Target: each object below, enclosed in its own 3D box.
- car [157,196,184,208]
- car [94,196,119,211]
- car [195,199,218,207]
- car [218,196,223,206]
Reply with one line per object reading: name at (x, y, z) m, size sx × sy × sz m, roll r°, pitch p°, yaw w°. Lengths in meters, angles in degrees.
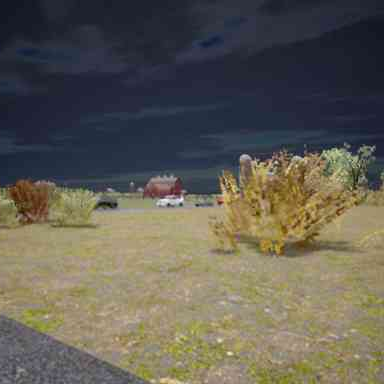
car at (-3.674, 1.686, 58.687) m, size 2.150 × 2.045 × 5.566 m, roll -1°, pitch -1°, yaw 39°
car at (-12.786, 1.522, 46.247) m, size 2.150 × 2.045 × 5.566 m, roll -1°, pitch -1°, yaw 36°
car at (2.364, 2.039, 60.892) m, size 1.994 × 1.385 × 4.181 m, roll -1°, pitch -1°, yaw 36°
car at (7.175, 1.788, 67.581) m, size 2.150 × 2.045 × 5.566 m, roll -1°, pitch -1°, yaw 36°
